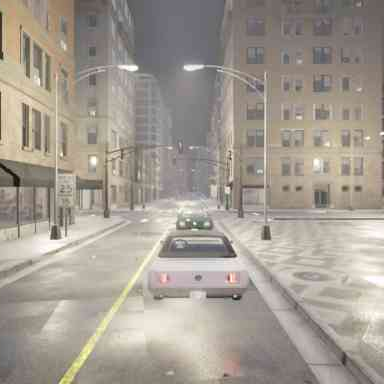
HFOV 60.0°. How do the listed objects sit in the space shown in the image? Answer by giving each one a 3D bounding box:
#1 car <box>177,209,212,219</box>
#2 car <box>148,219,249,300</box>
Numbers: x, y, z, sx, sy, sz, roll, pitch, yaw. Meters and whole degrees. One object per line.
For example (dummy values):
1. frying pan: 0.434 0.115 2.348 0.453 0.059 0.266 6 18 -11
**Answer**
1. car: 0.134 1.600 18.551 1.895 1.301 4.718 0 0 0
2. car: 0.116 1.600 8.316 1.895 1.301 4.718 0 0 0
